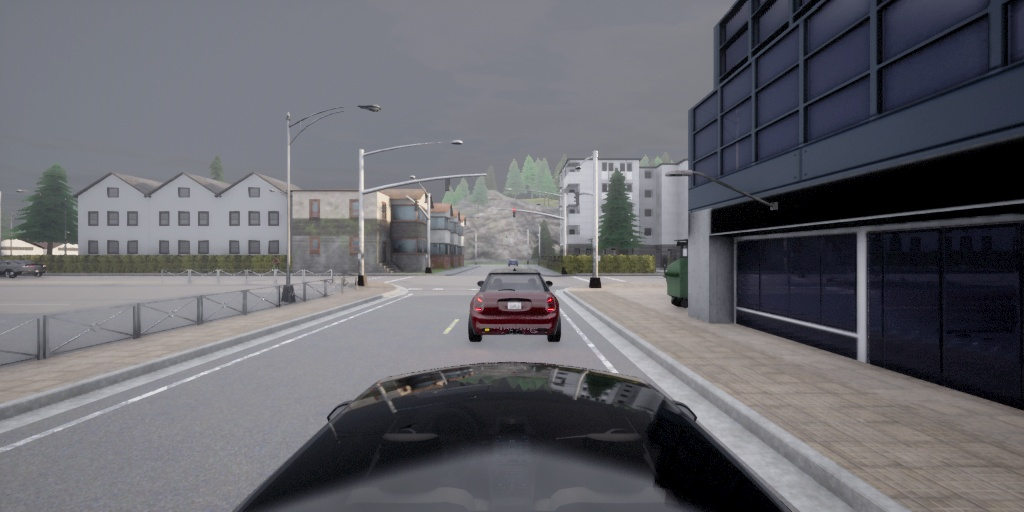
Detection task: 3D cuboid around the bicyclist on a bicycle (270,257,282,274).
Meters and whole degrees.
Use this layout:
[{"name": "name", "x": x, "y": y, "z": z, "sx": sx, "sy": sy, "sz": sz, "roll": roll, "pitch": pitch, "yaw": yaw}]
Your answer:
[{"name": "bicyclist on a bicycle", "x": -22.226, "y": 0.874, "z": 33.761, "sx": 0.582, "sy": 1.620, "sz": 1.656, "roll": 0, "pitch": 0, "yaw": 0}]

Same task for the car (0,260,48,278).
[{"name": "car", "x": -42.115, "y": 1.065, "z": 30.001, "sx": 4.902, "sy": 1.511, "sz": 2.128, "roll": 0, "pitch": 0, "yaw": 0}]

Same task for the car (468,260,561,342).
[{"name": "car", "x": 0.081, "y": 1.102, "z": 9.928, "sx": 2.097, "sy": 1.767, "sz": 4.553, "roll": 0, "pitch": 0, "yaw": 1}]
